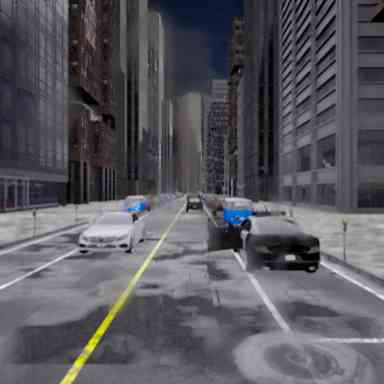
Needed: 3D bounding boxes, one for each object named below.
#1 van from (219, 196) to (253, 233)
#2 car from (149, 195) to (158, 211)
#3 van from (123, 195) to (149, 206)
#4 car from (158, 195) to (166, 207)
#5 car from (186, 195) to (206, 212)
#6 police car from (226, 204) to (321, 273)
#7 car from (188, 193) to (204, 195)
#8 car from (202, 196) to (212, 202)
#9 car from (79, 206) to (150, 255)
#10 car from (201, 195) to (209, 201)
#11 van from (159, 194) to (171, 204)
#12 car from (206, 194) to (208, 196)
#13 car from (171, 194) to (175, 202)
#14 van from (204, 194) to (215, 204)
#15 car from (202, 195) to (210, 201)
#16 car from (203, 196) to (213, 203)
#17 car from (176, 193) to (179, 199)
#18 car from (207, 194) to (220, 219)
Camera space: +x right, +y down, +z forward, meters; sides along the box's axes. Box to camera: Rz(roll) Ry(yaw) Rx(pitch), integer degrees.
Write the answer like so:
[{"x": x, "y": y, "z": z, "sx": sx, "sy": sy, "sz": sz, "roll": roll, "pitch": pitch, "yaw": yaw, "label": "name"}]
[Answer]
[{"x": 2.900, "y": 1.311, "z": 21.314, "sx": 1.690, "sy": 1.788, "sz": 3.998, "roll": 0, "pitch": 0, "yaw": 0, "label": "van"}, {"x": -5.517, "y": 1.261, "z": 38.186, "sx": 2.192, "sy": 1.841, "sz": 5.009, "roll": 0, "pitch": 0, "yaw": 0, "label": "car"}, {"x": -5.553, "y": 1.294, "z": 32.576, "sx": 1.690, "sy": 1.788, "sz": 3.998, "roll": 0, "pitch": 0, "yaw": 0, "label": "van"}, {"x": -5.446, "y": 1.483, "z": 49.405, "sx": 2.008, "sy": 1.369, "sz": 4.403, "roll": 0, "pitch": 0, "yaw": 0, "label": "car"}, {"x": 0.318, "y": 1.424, "z": 38.246, "sx": 1.882, "sy": 1.535, "sz": 5.008, "roll": 0, "pitch": 0, "yaw": 0, "label": "car"}, {"x": 2.436, "y": 1.409, "z": 10.770, "sx": 1.930, "sy": 1.638, "sz": 5.238, "roll": 0, "pitch": 0, "yaw": 0, "label": "police car"}, {"x": 0.309, "y": 1.156, "z": 48.287, "sx": 2.150, "sy": 2.045, "sz": 5.566, "roll": 0, "pitch": 0, "yaw": 0, "label": "car"}, {"x": 3.222, "y": 1.473, "z": 71.796, "sx": 1.947, "sy": 1.339, "sz": 4.313, "roll": 0, "pitch": 0, "yaw": 0, "label": "car"}, {"x": -3.015, "y": 1.505, "z": 13.433, "sx": 1.812, "sy": 1.442, "sz": 4.674, "roll": 0, "pitch": 0, "yaw": 0, "label": "car"}, {"x": 3.295, "y": 1.421, "z": 83.184, "sx": 1.752, "sy": 1.417, "sz": 4.829, "roll": 0, "pitch": 0, "yaw": 0, "label": "car"}, {"x": -5.374, "y": 1.260, "z": 60.623, "sx": 1.690, "sy": 1.788, "sz": 3.998, "roll": 0, "pitch": 0, "yaw": 0, "label": "van"}, {"x": 3.079, "y": 1.374, "z": 49.359, "sx": 1.967, "sy": 1.590, "sz": 4.097, "roll": 0, "pitch": 0, "yaw": 0, "label": "car"}, {"x": -5.303, "y": 1.346, "z": 71.842, "sx": 1.967, "sy": 1.590, "sz": 4.097, "roll": 0, "pitch": 0, "yaw": 0, "label": "car"}, {"x": 3.151, "y": 1.261, "z": 60.577, "sx": 1.690, "sy": 1.788, "sz": 3.998, "roll": 0, "pitch": 0, "yaw": 0, "label": "van"}, {"x": 3.259, "y": 1.426, "z": 77.575, "sx": 1.752, "sy": 1.417, "sz": 4.829, "roll": 0, "pitch": 0, "yaw": 0, "label": "car"}, {"x": 3.186, "y": 1.458, "z": 66.187, "sx": 1.887, "sy": 1.381, "sz": 4.507, "roll": 0, "pitch": 0, "yaw": 0, "label": "car"}, {"x": -5.197, "y": 1.417, "z": 88.500, "sx": 1.752, "sy": 1.417, "sz": 4.829, "roll": 0, "pitch": 0, "yaw": 0, "label": "car"}, {"x": 2.972, "y": 1.270, "z": 32.532, "sx": 2.192, "sy": 1.841, "sz": 5.009, "roll": 0, "pitch": 0, "yaw": 0, "label": "car"}]
